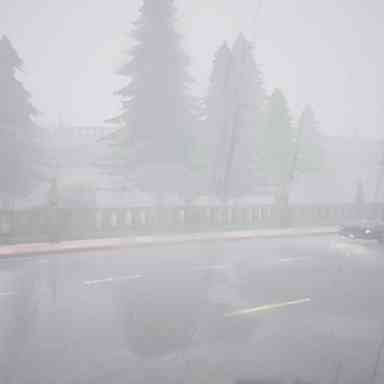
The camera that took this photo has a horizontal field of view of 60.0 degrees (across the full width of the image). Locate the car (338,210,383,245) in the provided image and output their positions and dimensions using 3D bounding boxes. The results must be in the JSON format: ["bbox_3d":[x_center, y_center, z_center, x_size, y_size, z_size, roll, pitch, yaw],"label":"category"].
[{"bbox_3d":[9.470,1.545,15.495,5.357,1.411,2.033,0,0,-21],"label":"car"}]
